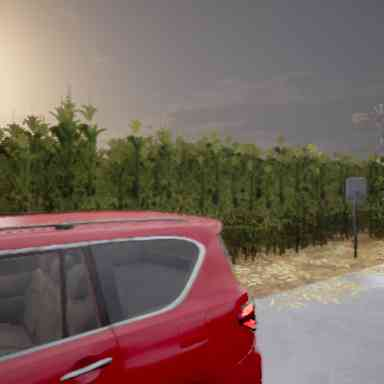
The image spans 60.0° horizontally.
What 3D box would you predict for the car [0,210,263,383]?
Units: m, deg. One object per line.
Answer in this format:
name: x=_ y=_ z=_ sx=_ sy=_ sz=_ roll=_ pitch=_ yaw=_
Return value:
car: x=-2.001 y=1.222 z=2.072 sx=5.566 sy=2.045 sz=2.150 roll=-1 pitch=0 yaw=-35
